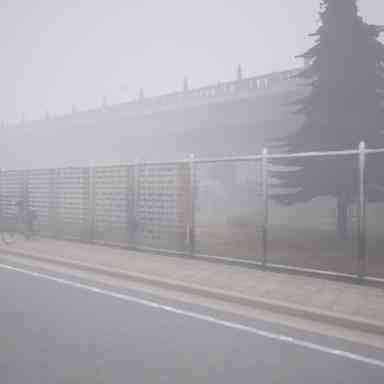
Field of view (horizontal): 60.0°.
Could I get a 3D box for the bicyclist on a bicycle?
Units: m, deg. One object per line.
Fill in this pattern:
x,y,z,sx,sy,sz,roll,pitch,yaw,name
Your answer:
-6.551,1.172,12.993,0.582,1.620,1.656,1,1,34,bicyclist on a bicycle
